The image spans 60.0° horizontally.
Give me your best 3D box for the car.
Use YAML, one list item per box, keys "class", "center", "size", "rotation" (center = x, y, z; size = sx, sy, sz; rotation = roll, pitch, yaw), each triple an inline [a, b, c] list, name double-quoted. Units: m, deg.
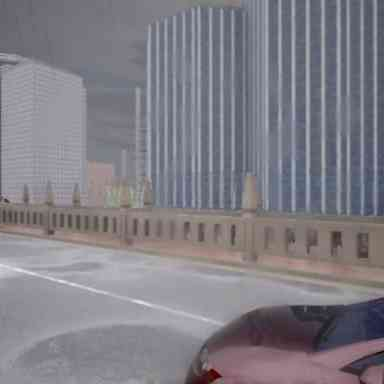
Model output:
- class: "car"
  center: [1.981, 1.564, 2.580]
  size: [4.181, 1.385, 1.994]
  rotation: [0, 0, 36]
